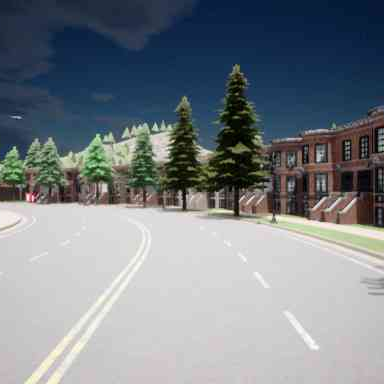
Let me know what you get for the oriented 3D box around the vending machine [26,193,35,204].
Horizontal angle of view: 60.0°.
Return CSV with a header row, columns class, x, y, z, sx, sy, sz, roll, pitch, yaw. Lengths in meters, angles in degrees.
class,x,y,z,sx,sy,sz,roll,pitch,yaw
vending machine,-29.974,1.177,61.730,0.880,2.100,1.100,0,0,18
